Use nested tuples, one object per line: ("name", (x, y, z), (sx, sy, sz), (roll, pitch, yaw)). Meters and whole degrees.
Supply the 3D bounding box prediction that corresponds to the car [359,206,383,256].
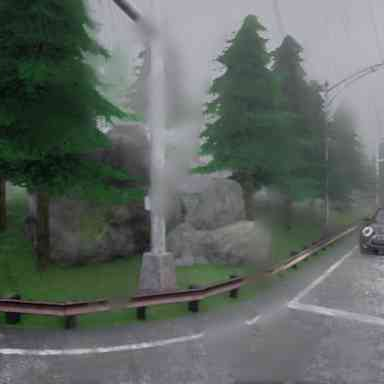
("car", (7.645, 1.327, 12.343), (2.097, 1.767, 4.553), (0, 0, 35))
